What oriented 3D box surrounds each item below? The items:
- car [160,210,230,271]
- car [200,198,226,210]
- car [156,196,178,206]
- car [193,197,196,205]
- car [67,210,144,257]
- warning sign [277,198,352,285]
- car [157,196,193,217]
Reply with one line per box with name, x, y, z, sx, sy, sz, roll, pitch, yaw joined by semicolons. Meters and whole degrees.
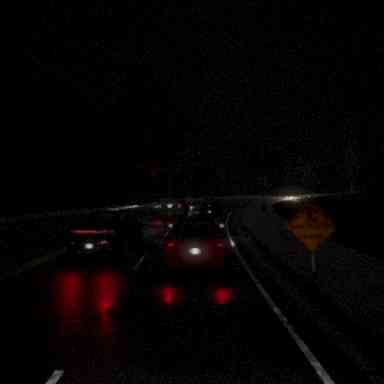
car;0.132;1.517;10.758;1.994;1.385;4.181;0;0;2
car;1.824;1.339;29.517;1.837;1.490;4.892;0;0;9
car;-3.678;1.300;49.935;1.994;1.385;4.181;0;0;17
car;-0.747;1.249;48.433;1.812;1.442;4.674;0;0;17
car;-3.055;1.435;12.621;2.128;1.511;4.902;0;0;2
warning sign;2.790;1.085;7.735;1.300;1.860;1.060;-1;-1;0
car;-1.502;1.200;29.265;2.097;1.767;4.553;0;0;9
